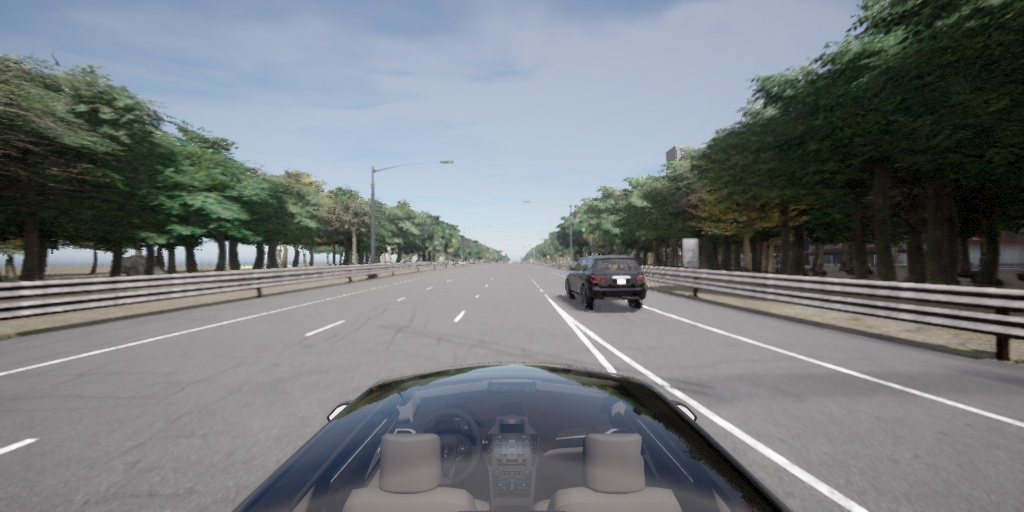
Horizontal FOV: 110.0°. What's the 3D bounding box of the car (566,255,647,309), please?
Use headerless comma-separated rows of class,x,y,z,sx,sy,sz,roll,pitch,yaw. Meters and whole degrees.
car,3.756,0.996,15.216,2.150,2.045,5.566,0,0,-2
